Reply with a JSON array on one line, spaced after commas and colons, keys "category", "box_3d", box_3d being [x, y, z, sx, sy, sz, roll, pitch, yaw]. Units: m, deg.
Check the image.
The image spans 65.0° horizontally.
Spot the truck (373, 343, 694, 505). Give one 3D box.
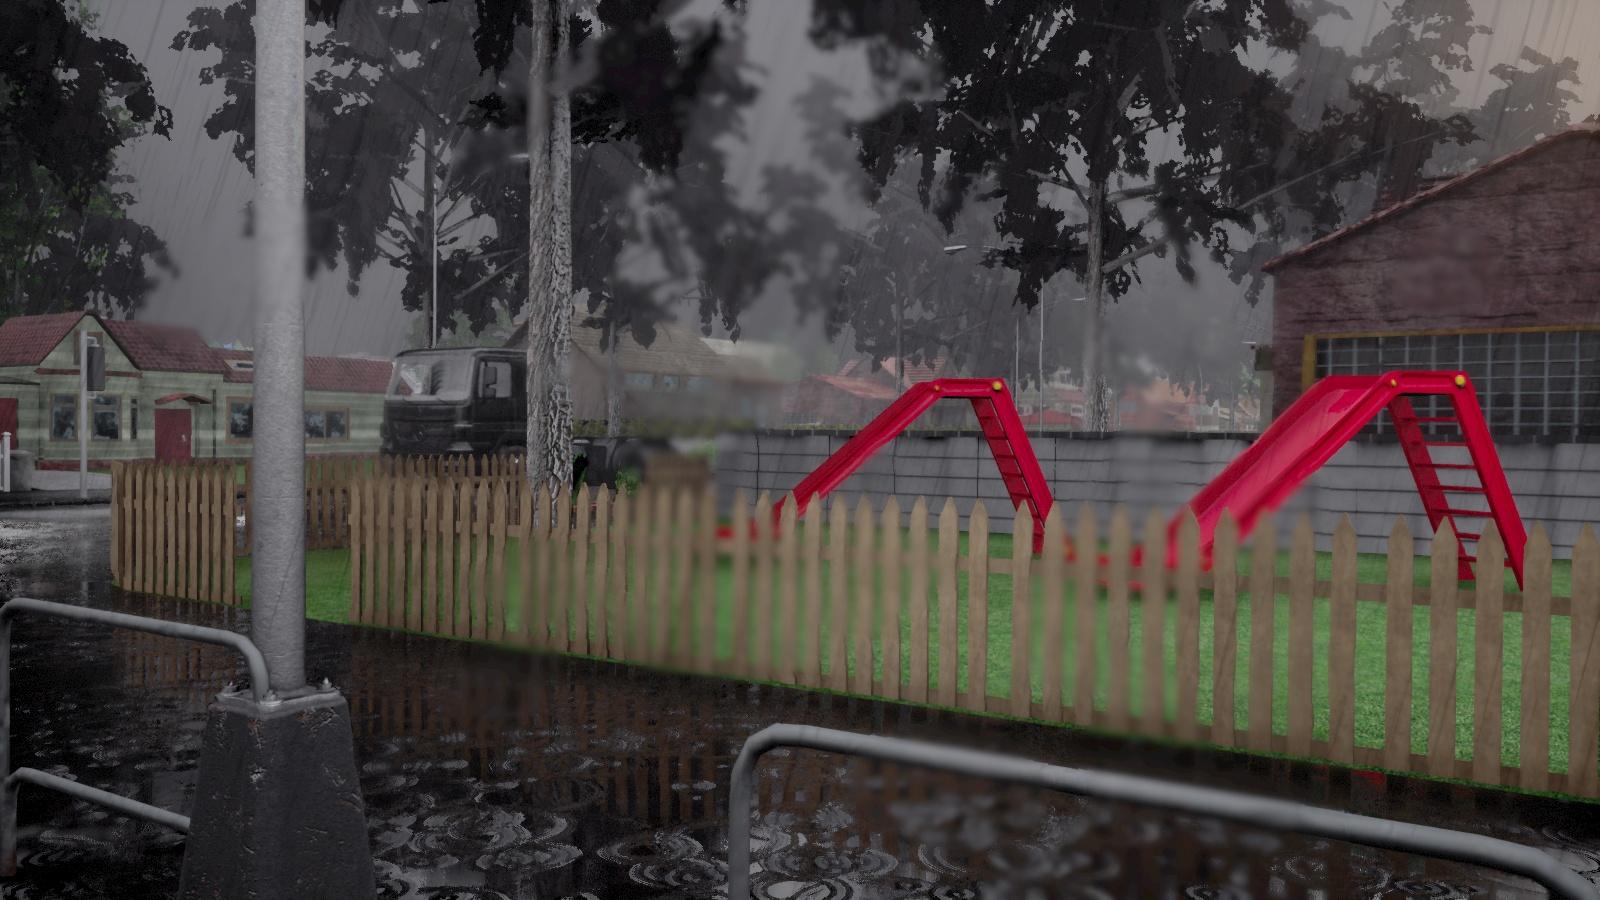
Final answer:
[{"category": "truck", "box_3d": [-6.240, -0.617, 30.919, 2.891, 3.462, 7.936, 0, 1, 34]}]
